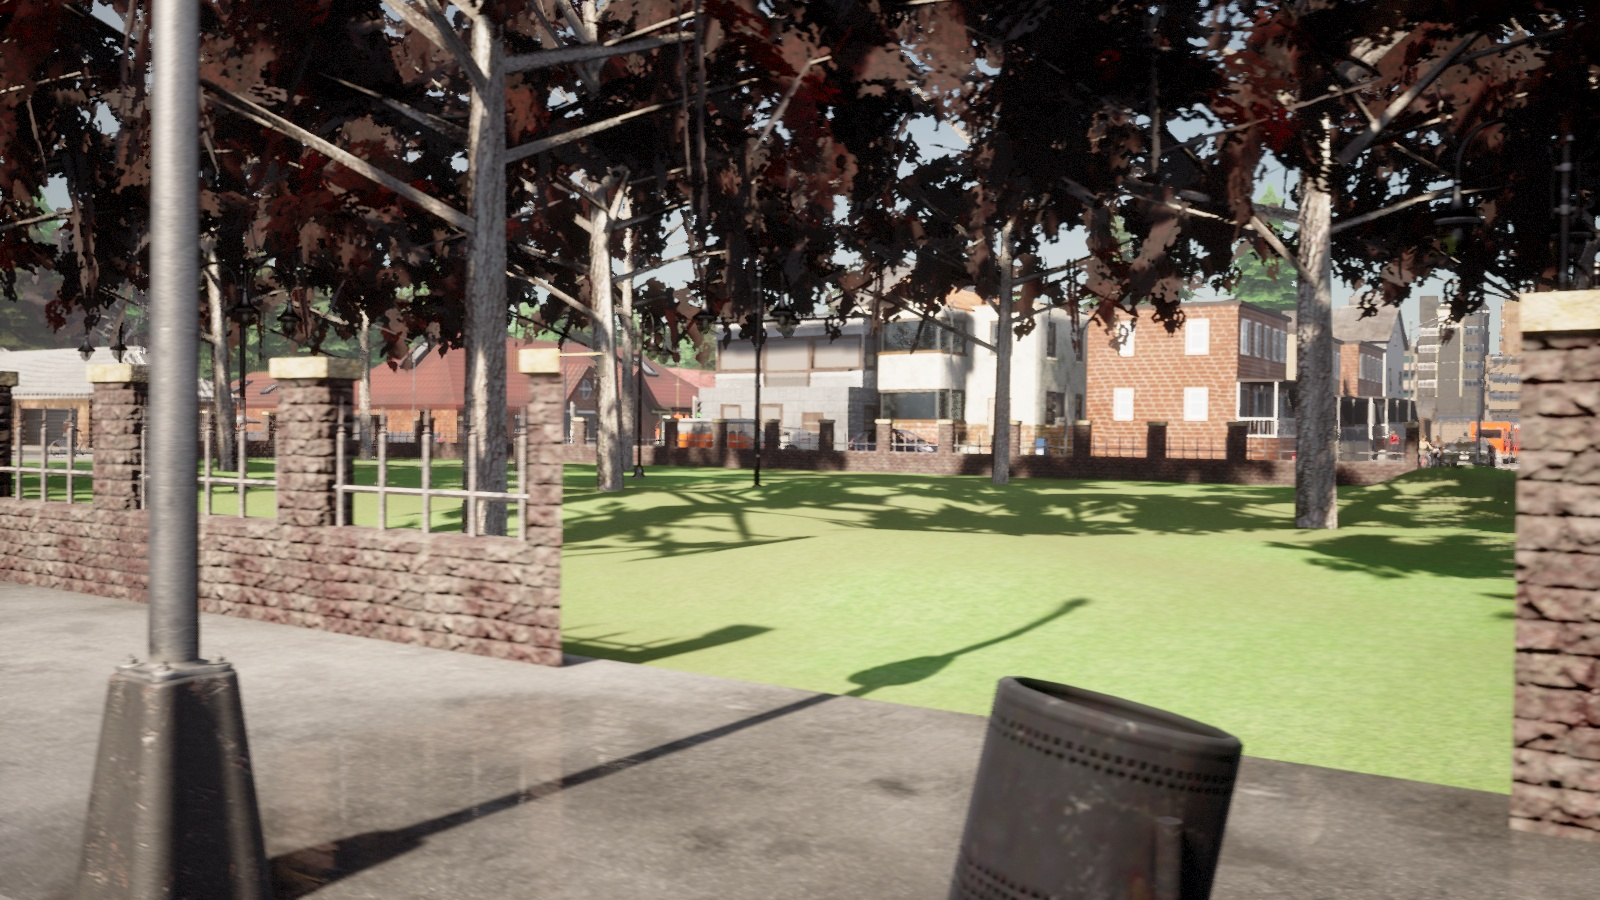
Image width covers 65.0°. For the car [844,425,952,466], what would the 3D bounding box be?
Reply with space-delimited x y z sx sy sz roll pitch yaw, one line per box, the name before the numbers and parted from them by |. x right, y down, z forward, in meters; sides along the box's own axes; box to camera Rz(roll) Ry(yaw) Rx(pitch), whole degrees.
car | 3.978 -0.196 51.081 3.988 1.617 1.851 0 1 32

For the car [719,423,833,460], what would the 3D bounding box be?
car | -1.162 -0.416 59.374 5.027 1.651 2.152 0 1 34

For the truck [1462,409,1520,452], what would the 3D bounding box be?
truck | 41.014 -1.170 74.476 2.627 2.467 5.204 0 1 34

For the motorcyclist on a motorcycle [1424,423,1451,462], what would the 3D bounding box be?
motorcyclist on a motorcycle | 27.592 -0.335 54.312 0.766 1.649 2.350 0 1 34

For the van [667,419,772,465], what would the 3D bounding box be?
van | -3.609 -0.376 56.111 4.442 1.987 1.775 0 1 31

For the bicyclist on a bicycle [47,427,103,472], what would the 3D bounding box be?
bicyclist on a bicycle | -29.221 -0.019 50.618 0.659 1.776 1.843 0 1 32

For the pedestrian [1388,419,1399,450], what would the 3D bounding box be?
pedestrian | 35.399 -0.946 74.891 0.636 1.846 0.331 -1 1 -42

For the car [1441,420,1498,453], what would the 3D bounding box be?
car | 34.646 -0.715 64.909 2.152 1.651 5.027 0 1 34
